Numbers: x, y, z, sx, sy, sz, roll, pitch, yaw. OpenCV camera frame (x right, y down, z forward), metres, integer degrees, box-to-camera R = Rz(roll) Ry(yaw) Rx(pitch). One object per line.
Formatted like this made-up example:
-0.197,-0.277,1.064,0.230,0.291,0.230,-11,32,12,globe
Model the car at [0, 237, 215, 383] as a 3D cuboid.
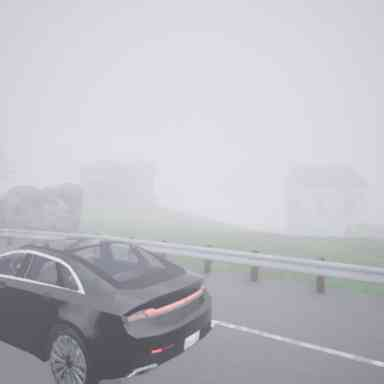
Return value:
-2.017,1.473,5.152,4.902,1.511,2.128,0,0,34,car
